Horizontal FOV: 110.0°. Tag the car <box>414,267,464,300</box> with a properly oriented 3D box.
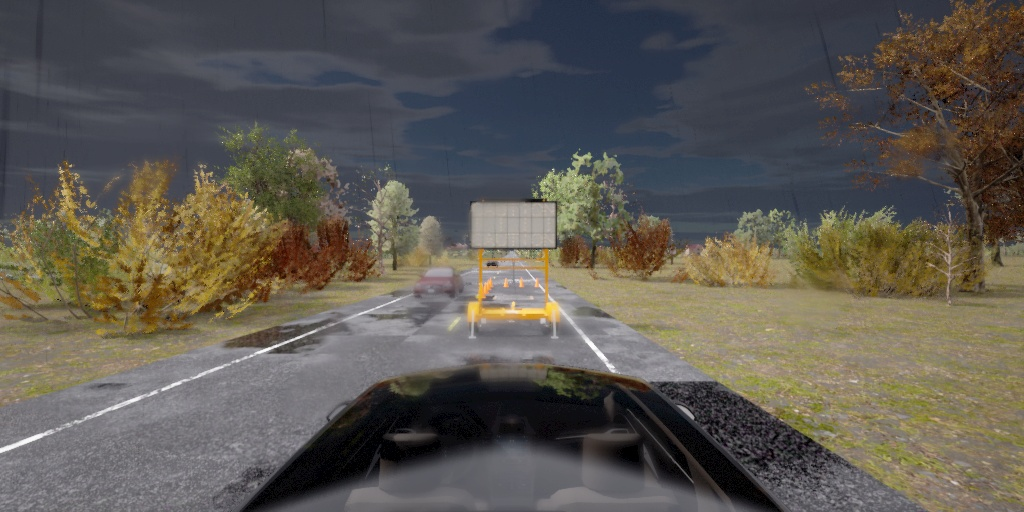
[{"bbox_3d":[-3.515,1.267,17.986,1.812,1.442,4.674,0,0,0],"label":"car"}]

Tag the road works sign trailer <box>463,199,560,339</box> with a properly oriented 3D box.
[{"bbox_3d":[0.045,0.212,10.072,2.380,3.560,2.880,0,0,0],"label":"road works sign trailer"}]

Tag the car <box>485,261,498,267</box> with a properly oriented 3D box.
[{"bbox_3d":[-3.300,1.267,59.071,1.895,1.301,4.718,0,0,0],"label":"car"}]
